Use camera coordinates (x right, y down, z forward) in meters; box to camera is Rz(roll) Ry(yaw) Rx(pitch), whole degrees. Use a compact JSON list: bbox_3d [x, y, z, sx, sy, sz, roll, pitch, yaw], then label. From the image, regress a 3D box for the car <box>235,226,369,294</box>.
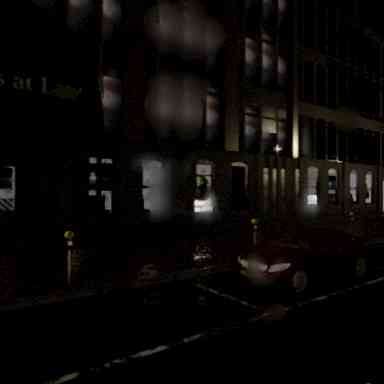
[{"bbox_3d":[3.020,1.583,8.708,4.206,1.307,1.802,0,0,-35],"label":"car"}]
